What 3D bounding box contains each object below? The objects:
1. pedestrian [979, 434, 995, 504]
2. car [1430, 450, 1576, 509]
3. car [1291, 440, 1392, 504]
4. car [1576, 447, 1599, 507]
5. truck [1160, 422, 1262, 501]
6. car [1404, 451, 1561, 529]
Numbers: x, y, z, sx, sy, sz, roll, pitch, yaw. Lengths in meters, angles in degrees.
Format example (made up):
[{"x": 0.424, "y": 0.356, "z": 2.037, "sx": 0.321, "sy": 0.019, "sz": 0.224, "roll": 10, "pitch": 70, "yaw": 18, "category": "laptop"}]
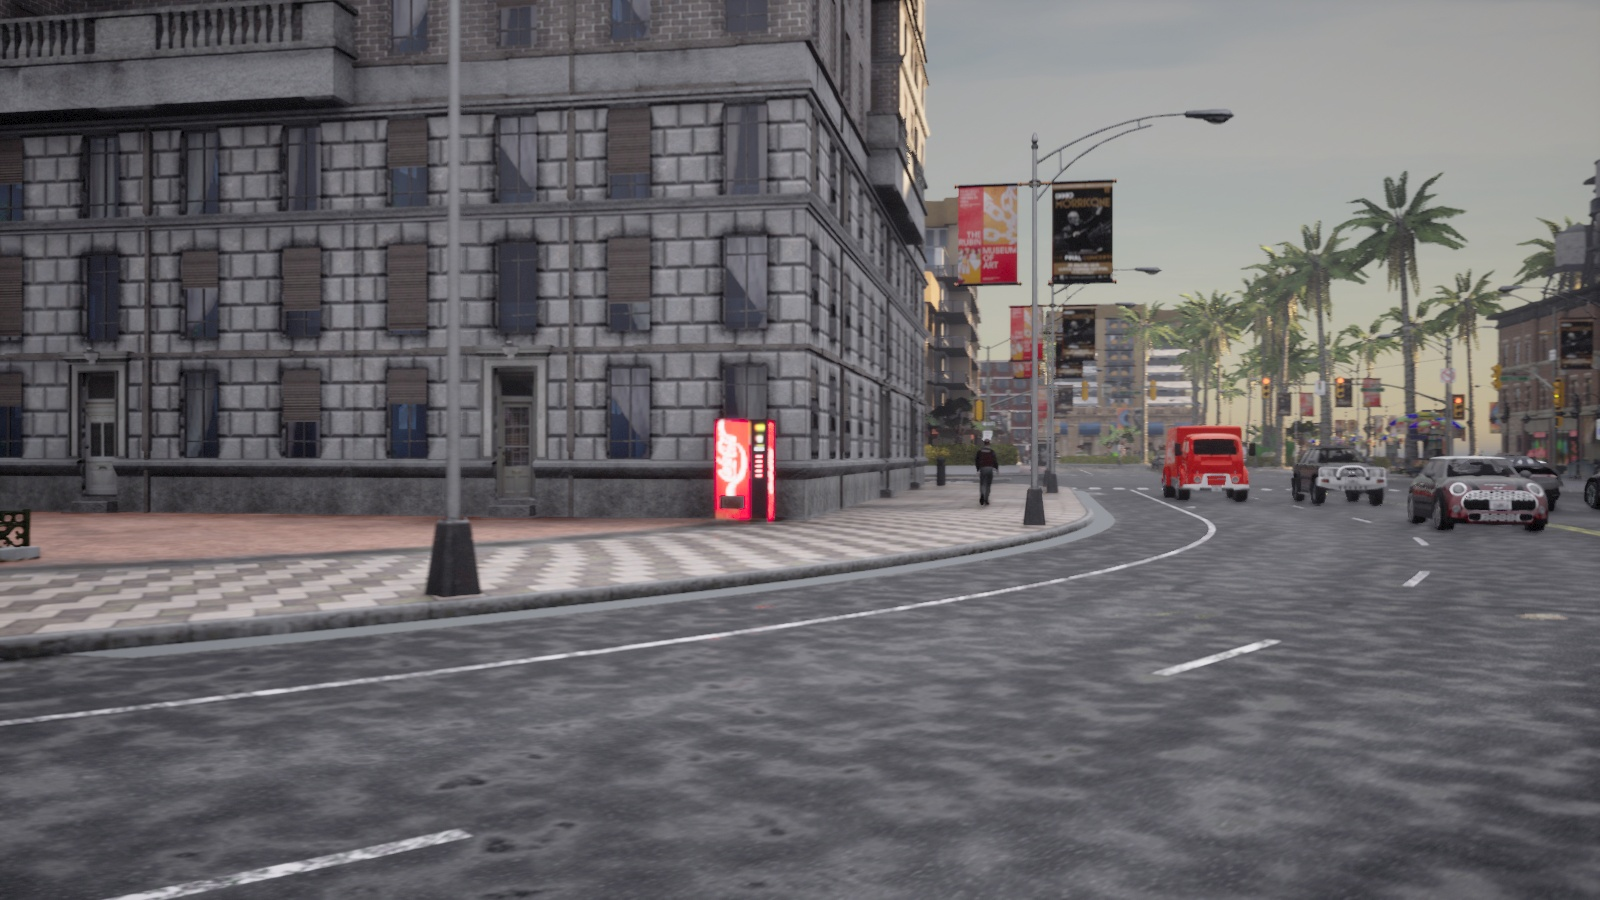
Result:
[{"x": 4.951, "y": 0.499, "z": 33.225, "sx": 0.376, "sy": 1.854, "sz": 0.720, "roll": 0, "pitch": 0, "yaw": 13, "category": "pedestrian"}, {"x": 19.439, "y": 0.765, "z": 34.990, "sx": 2.128, "sy": 1.511, "sz": 4.902, "roll": 0, "pitch": 0, "yaw": 11, "category": "car"}, {"x": 16.607, "y": 0.645, "z": 38.730, "sx": 1.932, "sy": 1.855, "sz": 4.605, "roll": 0, "pitch": 0, "yaw": 11, "category": "car"}, {"x": 22.660, "y": 0.723, "z": 33.218, "sx": 2.033, "sy": 1.649, "sz": 4.856, "roll": 0, "pitch": 0, "yaw": 11, "category": "car"}, {"x": 13.736, "y": 0.359, "z": 42.290, "sx": 2.627, "sy": 2.467, "sz": 5.204, "roll": 0, "pitch": 0, "yaw": 11, "category": "truck"}, {"x": 13.894, "y": 0.758, "z": 25.793, "sx": 1.970, "sy": 1.475, "sz": 3.806, "roll": 0, "pitch": 0, "yaw": 15, "category": "car"}]
